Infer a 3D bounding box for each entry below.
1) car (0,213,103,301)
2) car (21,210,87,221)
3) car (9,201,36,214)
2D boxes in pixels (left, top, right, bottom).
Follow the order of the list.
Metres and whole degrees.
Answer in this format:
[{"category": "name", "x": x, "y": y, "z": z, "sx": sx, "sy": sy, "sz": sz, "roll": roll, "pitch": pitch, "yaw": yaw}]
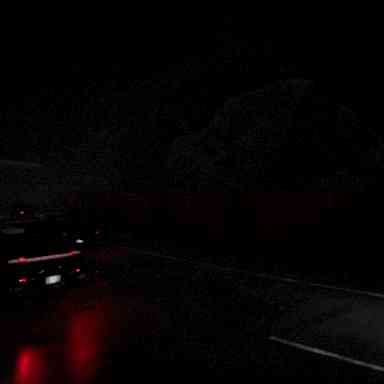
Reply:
[{"category": "car", "x": -4.502, "y": 1.514, "z": 8.236, "sx": 4.902, "sy": 1.511, "sz": 2.128, "roll": 0, "pitch": 0, "yaw": 43}, {"category": "car", "x": -5.811, "y": 1.644, "z": 14.676, "sx": 1.895, "sy": 1.301, "sz": 4.718, "roll": 0, "pitch": 0, "yaw": -41}, {"category": "car", "x": -15.030, "y": 1.556, "z": 29.520, "sx": 1.882, "sy": 1.535, "sz": 5.008, "roll": 0, "pitch": 0, "yaw": -26}]
